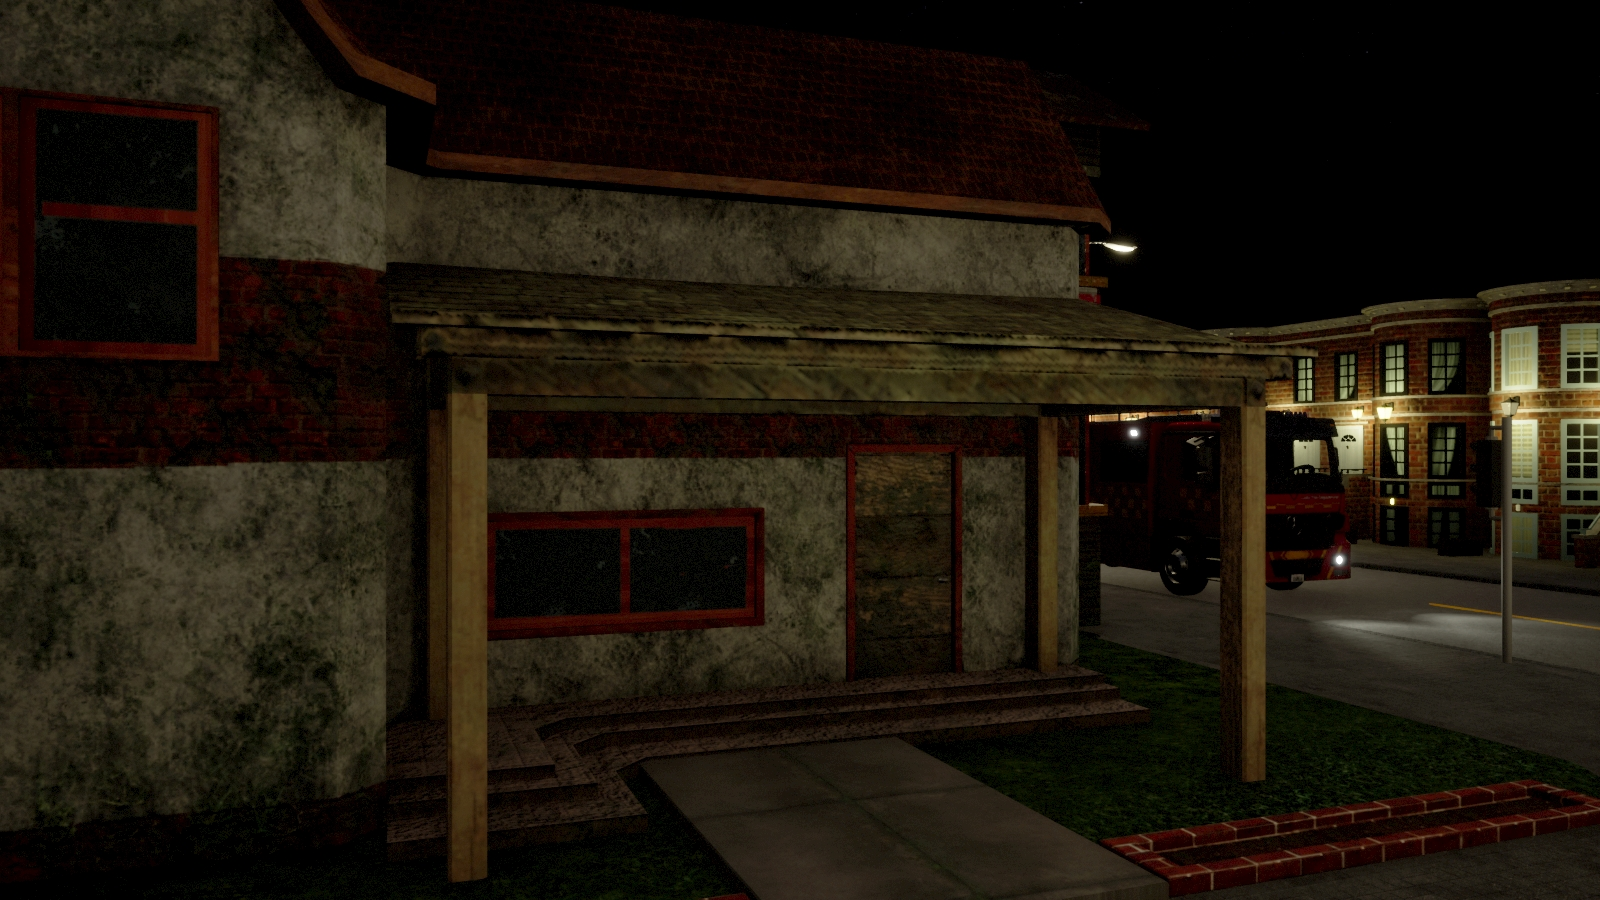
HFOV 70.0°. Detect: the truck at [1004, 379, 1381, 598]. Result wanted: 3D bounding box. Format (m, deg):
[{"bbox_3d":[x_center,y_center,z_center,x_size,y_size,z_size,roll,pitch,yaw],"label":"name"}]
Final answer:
[{"bbox_3d":[7.818,0.670,24.411,2.891,3.827,8.468,0,0,-20],"label":"truck"}]
